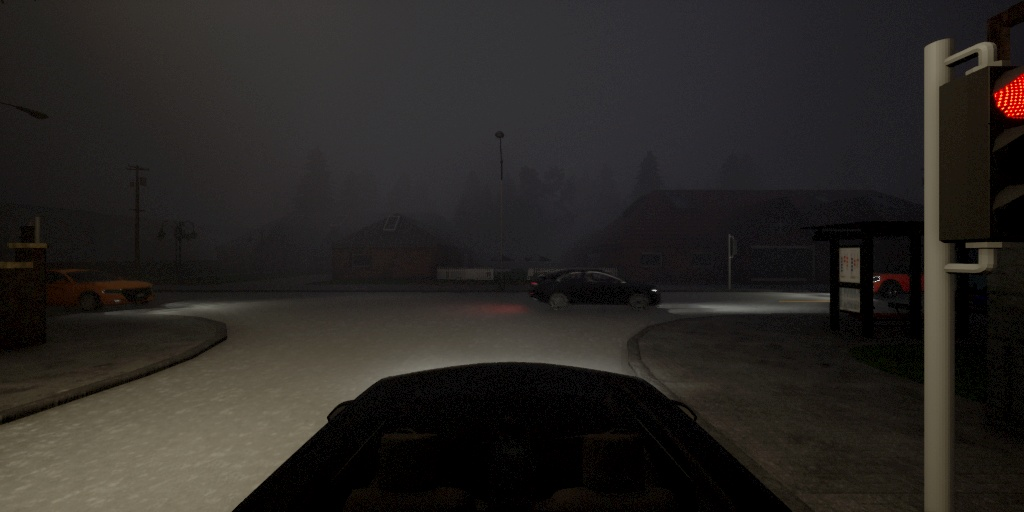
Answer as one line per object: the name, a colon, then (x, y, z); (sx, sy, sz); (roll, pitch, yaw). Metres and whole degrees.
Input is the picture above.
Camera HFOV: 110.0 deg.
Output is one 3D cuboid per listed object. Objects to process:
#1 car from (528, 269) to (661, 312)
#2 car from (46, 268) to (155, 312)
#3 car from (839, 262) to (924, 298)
car: (3.074, 1.241, 13.678); (4.902, 1.511, 2.128); (0, 0, 0)
car: (-16.669, 1.227, 13.676); (5.008, 1.535, 1.882); (0, 0, 0)
car: (19.209, 1.102, 17.880); (4.553, 1.767, 2.097); (0, 0, 0)
